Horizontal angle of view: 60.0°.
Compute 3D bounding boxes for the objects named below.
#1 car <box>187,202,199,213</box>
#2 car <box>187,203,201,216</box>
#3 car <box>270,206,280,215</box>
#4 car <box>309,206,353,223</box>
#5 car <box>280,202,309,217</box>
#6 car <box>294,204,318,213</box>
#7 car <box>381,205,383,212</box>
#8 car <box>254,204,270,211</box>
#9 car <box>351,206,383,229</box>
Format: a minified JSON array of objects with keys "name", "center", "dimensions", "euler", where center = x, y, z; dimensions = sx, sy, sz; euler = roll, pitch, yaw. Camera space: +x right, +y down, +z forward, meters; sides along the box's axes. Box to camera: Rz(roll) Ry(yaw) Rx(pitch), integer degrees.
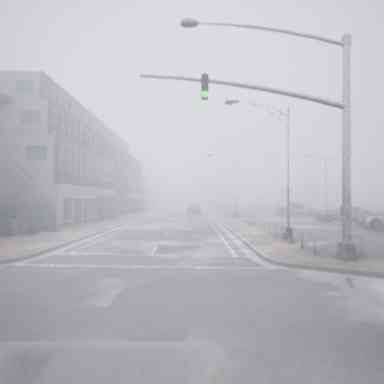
[{"name":"car","center":[0.237,2.763,59.547],"dimensions":[2.097,1.767,4.553],"euler":[1,-1,0]},{"name":"car","center":[0.294,2.538,49.423],"dimensions":[2.097,1.767,4.553],"euler":[1,-1,0]},{"name":"car","center":[13.943,2.392,47.357],"dimensions":[4.605,1.855,1.932],"euler":[1,-1,0]},{"name":"car","center":[14.296,2.102,31.659],"dimensions":[5.027,1.636,2.152],"euler":[1,-1,0]},{"name":"car","center":[14.344,2.310,44.451],"dimensions":[3.866,1.878,1.905],"euler":[1,-1,0]},{"name":"car","center":[21.555,3.102,62.921],"dimensions":[3.806,1.475,1.970],"euler":[1,-1,0]},{"name":"car","center":[40.179,3.311,65.838],"dimensions":[4.514,1.523,2.007],"euler":[1,-1,0]},{"name":"car","center":[14.146,3.083,65.930],"dimensions":[3.633,1.501,1.845],"euler":[1,-1,0]},{"name":"car","center":[14.595,2.041,25.240],"dimensions":[3.806,1.475,1.970],"euler":[1,-1,0]}]
